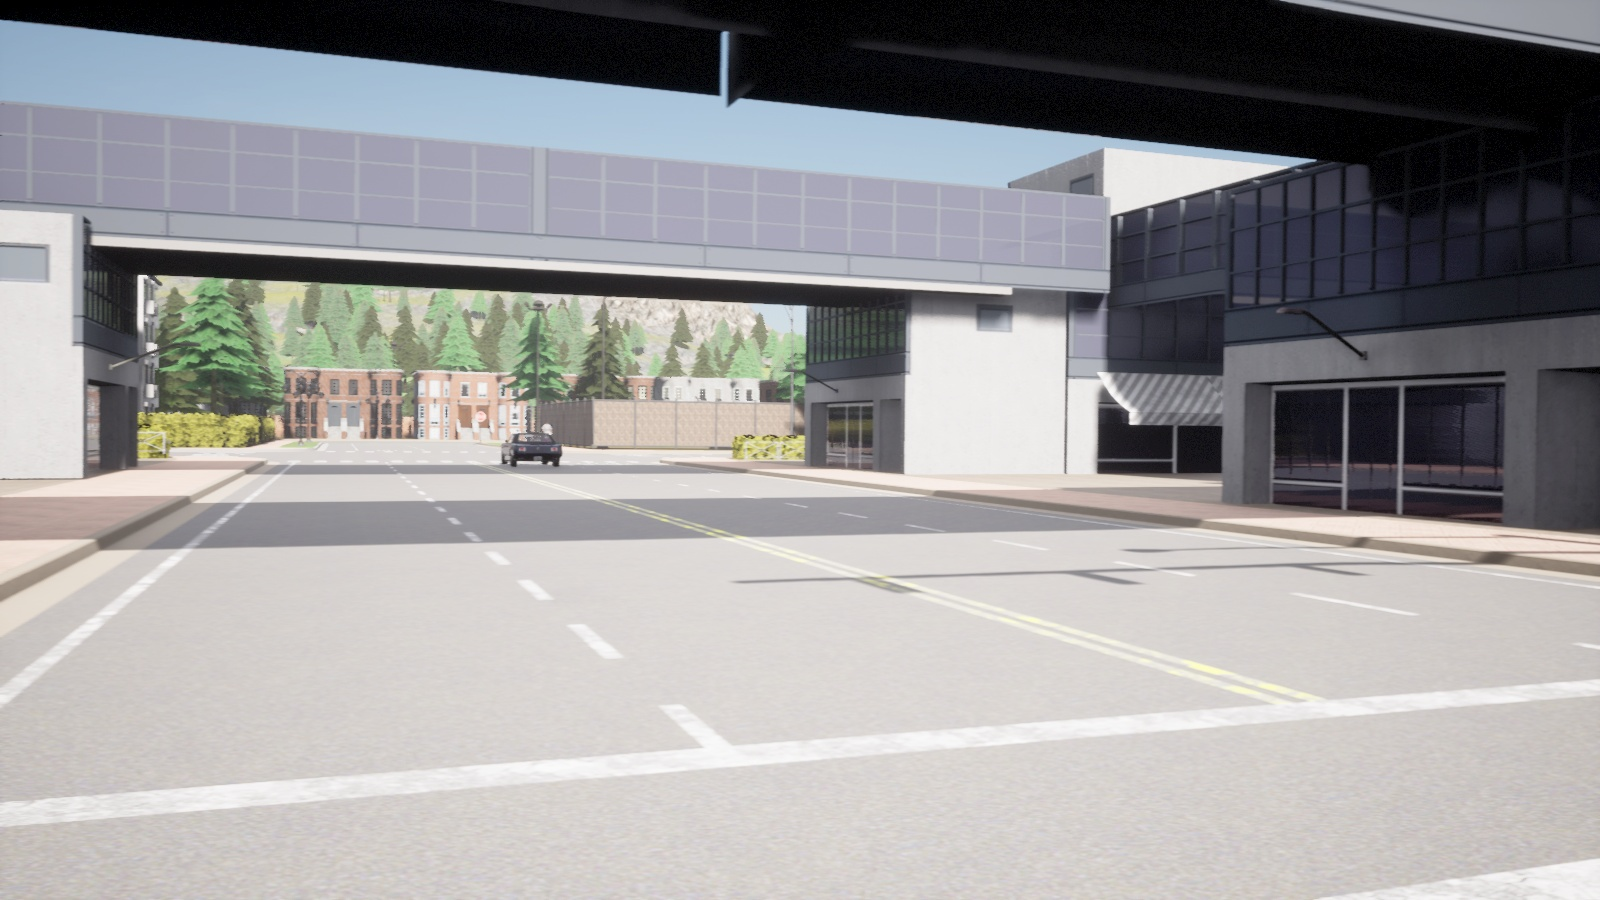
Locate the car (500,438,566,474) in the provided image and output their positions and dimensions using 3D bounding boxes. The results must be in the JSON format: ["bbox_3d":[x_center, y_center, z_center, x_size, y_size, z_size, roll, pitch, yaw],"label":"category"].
[{"bbox_3d":[-10.556,0.211,49.453,1.895,1.301,4.718,-1,1,-20],"label":"car"}]
